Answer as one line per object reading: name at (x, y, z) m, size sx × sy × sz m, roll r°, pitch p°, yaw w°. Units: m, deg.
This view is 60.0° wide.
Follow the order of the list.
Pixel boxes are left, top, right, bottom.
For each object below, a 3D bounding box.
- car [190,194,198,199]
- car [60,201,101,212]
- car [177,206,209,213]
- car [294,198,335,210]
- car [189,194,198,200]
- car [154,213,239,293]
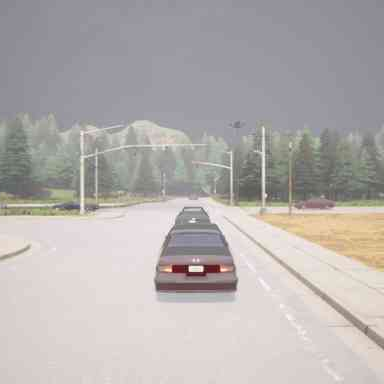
car at (0.703, 1.314, 93.836) m, size 2.033 × 1.411 × 5.357 m, roll 0°, pitch 0°, yaw 2°
car at (-12.706, 1.615, 37.109) m, size 4.718 × 1.301 × 1.895 m, roll 0°, pitch 0°, yaw -1°
car at (0.066, 1.530, 19.578) m, size 1.994 × 1.385 × 4.181 m, roll 0°, pitch 0°, yaw 1°
car at (14.763, 1.430, 40.209) m, size 4.674 × 1.442 × 1.812 m, roll 0°, pitch 0°, yaw 1°
car at (0.315, 1.407, 83.790) m, size 1.994 × 1.385 × 4.181 m, roll 0°, pitch 0°, yaw 2°
car at (0.085, 1.535, 8.971) m, size 2.033 × 1.411 × 5.357 m, roll 0°, pitch 0°, yaw 0°
